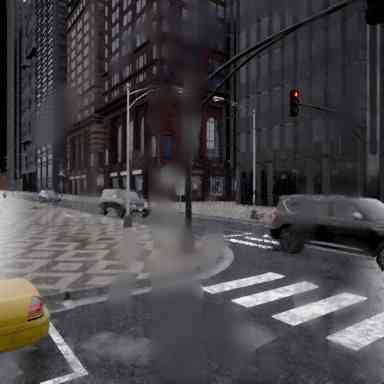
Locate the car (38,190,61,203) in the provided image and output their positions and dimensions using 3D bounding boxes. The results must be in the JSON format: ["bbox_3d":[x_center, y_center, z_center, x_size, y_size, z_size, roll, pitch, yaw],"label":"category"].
[{"bbox_3d":[-19.070,0.512,44.465,2.097,1.767,4.553,0,1,-35],"label":"car"}]

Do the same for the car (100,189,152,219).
[{"bbox_3d":[-5.094,0.806,24.884,2.150,2.045,5.566,0,1,-36],"label":"car"}]

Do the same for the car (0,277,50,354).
[{"bbox_3d":[-4.223,1.525,3.643,4.829,1.417,1.752,0,0,-35],"label":"car"}]

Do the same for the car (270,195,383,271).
[{"bbox_3d":[5.078,1.137,10.698,2.150,2.045,5.566,0,1,-36],"label":"car"}]
